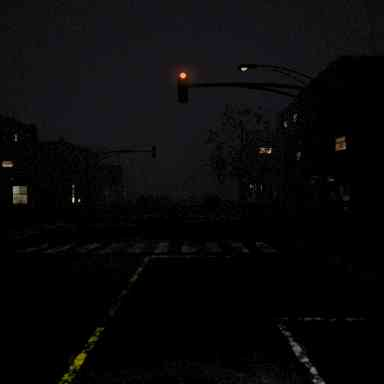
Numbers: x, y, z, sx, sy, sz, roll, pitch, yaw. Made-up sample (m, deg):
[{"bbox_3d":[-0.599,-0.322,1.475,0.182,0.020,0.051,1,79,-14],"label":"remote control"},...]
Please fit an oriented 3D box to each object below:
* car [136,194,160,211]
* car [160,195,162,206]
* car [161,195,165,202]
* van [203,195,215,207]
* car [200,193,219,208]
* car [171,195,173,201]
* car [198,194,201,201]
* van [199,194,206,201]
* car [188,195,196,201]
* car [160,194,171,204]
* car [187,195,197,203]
[{"bbox_3d":[-5.700,1.305,41.440,2.192,1.841,5.009,-1,0,0],"label":"car"},{"bbox_3d":[-5.700,1.533,46.984,1.887,1.381,4.507,-1,0,0],"label":"car"},{"bbox_3d":[-5.700,1.569,52.528,1.802,1.307,4.206,-1,0,0],"label":"car"},{"bbox_3d":[2.679,1.328,52.529,1.690,1.788,3.998,-1,0,0],"label":"van"},{"bbox_3d":[2.679,1.303,46.985,2.192,1.841,5.009,-1,0,0],"label":"car"},{"bbox_3d":[-5.704,1.297,69.160,2.192,1.841,5.009,-1,0,0],"label":"car"},{"bbox_3d":[2.679,1.534,63.617,2.008,1.369,4.403,-1,0,0],"label":"car"},{"bbox_3d":[2.674,1.317,85.793,1.690,1.788,3.998,-1,0,0],"label":"van"},{"bbox_3d":[-0.011,1.428,77.845,1.994,1.385,4.181,0,0,0],"label":"car"},{"bbox_3d":[-5.704,1.299,63.616,2.192,1.841,5.009,-1,0,0],"label":"car"},{"bbox_3d":[-0.010,1.460,67.394,1.882,1.535,5.008,0,0,0],"label":"car"}]
